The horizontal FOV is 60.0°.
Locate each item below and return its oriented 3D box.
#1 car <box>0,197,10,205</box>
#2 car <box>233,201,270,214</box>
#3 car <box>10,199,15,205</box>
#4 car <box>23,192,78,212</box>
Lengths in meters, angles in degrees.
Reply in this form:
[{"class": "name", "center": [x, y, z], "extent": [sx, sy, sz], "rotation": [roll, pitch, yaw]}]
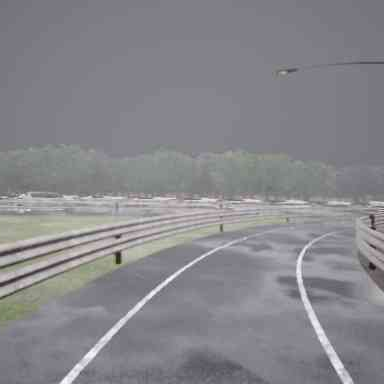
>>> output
[{"class": "car", "center": [-23.804, 1.186, 37.786], "extent": [4.718, 1.301, 1.895], "rotation": [2, 0, -15]}, {"class": "car", "center": [7.675, 1.963, 41.977], "extent": [5.008, 1.535, 1.882], "rotation": [2, 0, -13]}, {"class": "car", "center": [-24.720, 1.050, 41.163], "extent": [5.008, 1.535, 1.882], "rotation": [2, 0, -15]}, {"class": "car", "center": [-15.365, 1.042, 36.365], "extent": [5.566, 2.045, 2.150], "rotation": [2, 0, -14]}]
